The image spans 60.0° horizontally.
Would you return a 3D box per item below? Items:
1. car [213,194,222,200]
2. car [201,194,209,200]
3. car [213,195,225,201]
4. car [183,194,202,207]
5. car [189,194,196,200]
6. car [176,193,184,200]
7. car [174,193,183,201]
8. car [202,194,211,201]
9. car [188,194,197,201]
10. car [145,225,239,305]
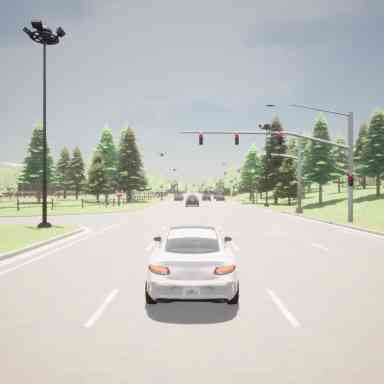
[{"bbox_3d":[7.099,1.385,92.916,1.994,1.385,4.181,0,0,0],"label":"car"},{"bbox_3d":[3.599,1.372,92.919,2.033,1.411,5.357,0,0,0],"label":"car"},{"bbox_3d":[7.088,1.517,82.496,2.128,1.511,4.902,0,0,0],"label":"car"},{"bbox_3d":[0.055,1.352,51.860,2.097,1.767,4.553,0,0,0],"label":"car"},{"bbox_3d":[0.099,1.332,92.923,1.837,1.490,4.892,0,0,0],"label":"car"},{"bbox_3d":[-3.401,1.188,92.897,2.097,1.767,4.553,0,0,0],"label":"car"},{"bbox_3d":[-3.412,1.544,82.890,1.994,1.385,4.181,0,0,0],"label":"car"},{"bbox_3d":[3.588,1.348,82.886,2.097,1.767,4.553,0,0,0],"label":"car"},{"bbox_3d":[0.088,1.348,82.890,2.097,1.767,4.553,0,0,0],"label":"car"},{"bbox_3d":[0.015,1.526,7.987,1.812,1.442,4.674,0,0,0],"label":"car"}]
